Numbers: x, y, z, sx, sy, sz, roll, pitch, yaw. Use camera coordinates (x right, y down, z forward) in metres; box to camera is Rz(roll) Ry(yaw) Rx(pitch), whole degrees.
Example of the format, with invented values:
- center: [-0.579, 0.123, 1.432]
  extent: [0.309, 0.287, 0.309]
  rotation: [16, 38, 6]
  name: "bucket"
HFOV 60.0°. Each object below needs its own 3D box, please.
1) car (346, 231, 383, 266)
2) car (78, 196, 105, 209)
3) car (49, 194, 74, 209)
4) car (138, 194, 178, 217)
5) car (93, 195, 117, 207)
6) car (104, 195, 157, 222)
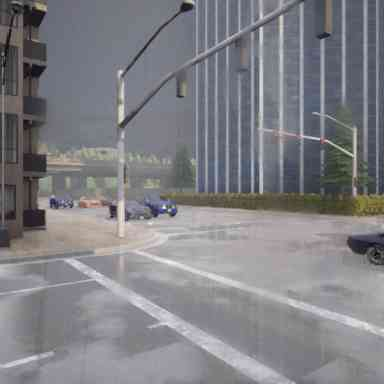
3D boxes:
- center: [7.110, 1.601, 9.465]
  extent: [1.895, 1.301, 4.718]
  rotation: [0, 0, -35]
  name: "car"
- center: [-14.264, 1.351, 46.178]
  extent: [2.097, 1.767, 4.553]
  rotation: [0, 0, -35]
  name: "car"
- center: [-17.701, 1.226, 45.000]
  extent: [2.150, 2.045, 5.566]
  rotation: [0, 0, -35]
  name: "car"
- center: [-3.508, 1.222, 30.702]
  extent: [2.150, 2.045, 5.566]
  rotation: [0, 0, -35]
  name: "car"
- center: [-13.390, 1.352, 51.202]
  extent: [2.097, 1.767, 4.553]
  rotation: [0, 0, -36]
  name: "car"
- center: [-5.033, 1.352, 26.781]
  extent: [2.097, 1.767, 4.553]
  rotation: [0, 0, -35]
  name: "car"
